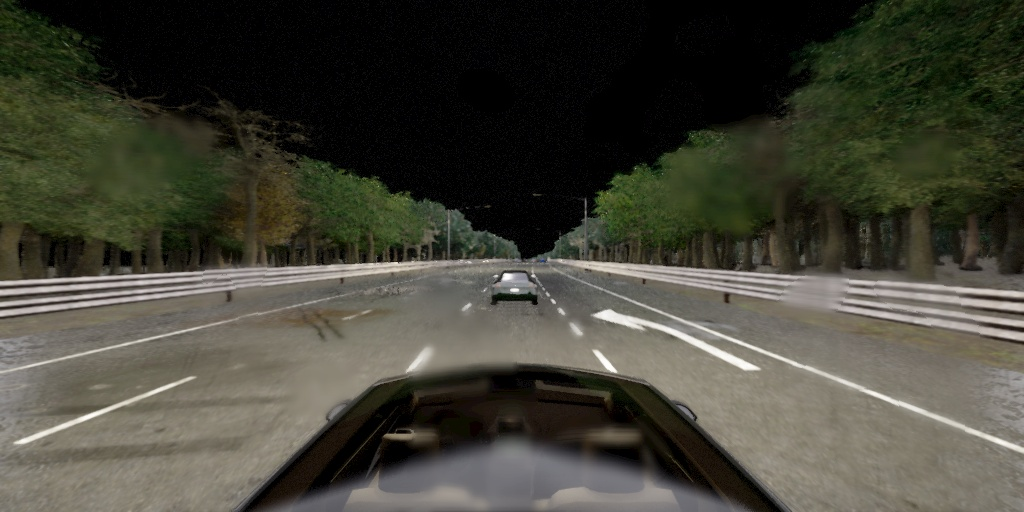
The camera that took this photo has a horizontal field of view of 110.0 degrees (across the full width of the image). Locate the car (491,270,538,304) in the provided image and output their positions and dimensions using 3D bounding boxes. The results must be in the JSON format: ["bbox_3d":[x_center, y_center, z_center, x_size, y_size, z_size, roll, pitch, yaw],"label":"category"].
[{"bbox_3d":[0.129,1.331,16.271,1.994,1.385,4.181,0,0,1],"label":"car"}]
